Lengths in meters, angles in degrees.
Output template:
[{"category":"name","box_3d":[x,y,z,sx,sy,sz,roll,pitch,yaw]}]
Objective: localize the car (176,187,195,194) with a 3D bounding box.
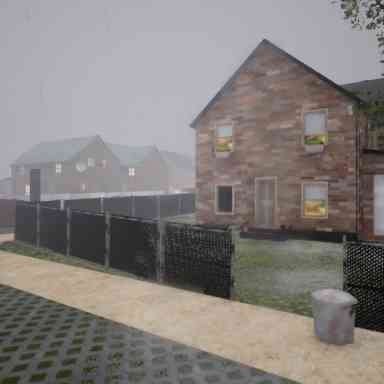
[{"category":"car","box_3d":[-0.067,0.404,39.483,2.150,2.045,5.566,0,2,34]}]

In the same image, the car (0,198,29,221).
[{"category":"car","box_3d":[-12.143,1.181,21.271,1.882,1.535,5.008,0,1,32]}]

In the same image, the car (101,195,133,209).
[{"category":"car","box_3d":[-6.529,0.985,29.784,1.812,1.442,4.674,0,1,34]}]
